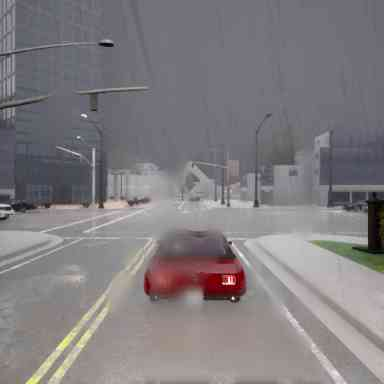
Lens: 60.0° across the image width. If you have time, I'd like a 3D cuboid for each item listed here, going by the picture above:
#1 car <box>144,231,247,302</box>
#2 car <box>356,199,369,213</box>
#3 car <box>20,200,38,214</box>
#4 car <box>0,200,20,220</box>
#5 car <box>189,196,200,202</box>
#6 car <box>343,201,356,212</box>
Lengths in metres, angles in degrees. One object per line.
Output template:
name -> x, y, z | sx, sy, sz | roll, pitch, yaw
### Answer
car -> 0.068, 1.601, 8.189 | 1.895, 1.301, 4.718 | 0, 0, 0
car -> 19.867, 1.480, 34.099 | 4.674, 1.442, 1.812 | 0, 0, -1
car -> -19.930, 1.642, 37.257 | 4.902, 1.511, 2.128 | -1, 0, 0
car -> -17.346, 1.339, 26.585 | 5.566, 2.045, 2.150 | -1, 0, 0
car -> 0.642, 1.540, 77.396 | 2.033, 1.411, 5.357 | 0, 0, 12
car -> 19.361, 1.520, 37.594 | 4.181, 1.385, 1.994 | 0, 0, -1
